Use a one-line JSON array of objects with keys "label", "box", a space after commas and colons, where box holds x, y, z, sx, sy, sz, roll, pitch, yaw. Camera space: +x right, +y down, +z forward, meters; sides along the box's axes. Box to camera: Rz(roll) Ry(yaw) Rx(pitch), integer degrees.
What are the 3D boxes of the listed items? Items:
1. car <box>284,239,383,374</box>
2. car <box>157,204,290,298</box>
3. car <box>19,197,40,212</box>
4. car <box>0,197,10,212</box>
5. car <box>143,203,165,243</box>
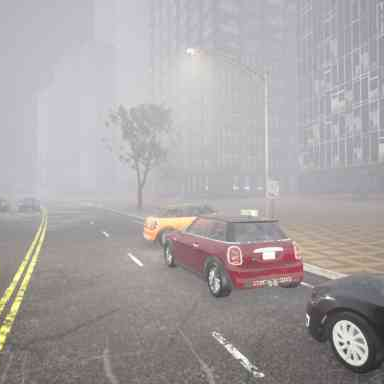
[{"label": "car", "box": [3.576, 1.505, 3.492, 1.837, 1.490, 4.892, 0, 0, -36]}, {"label": "car", "box": [0.798, 1.355, 8.934, 2.097, 1.767, 4.553, 0, 0, -23]}, {"label": "car", "box": [-19.173, 1.392, 39.315, 2.097, 1.767, 4.553, 0, 0, -24]}, {"label": "car", "box": [-22.131, 1.389, 37.968, 2.097, 1.767, 4.553, 0, 0, -24]}, {"label": "car", "box": [0.211, 1.278, 14.613, 4.553, 1.767, 2.097, -3, 1, -20]}]
